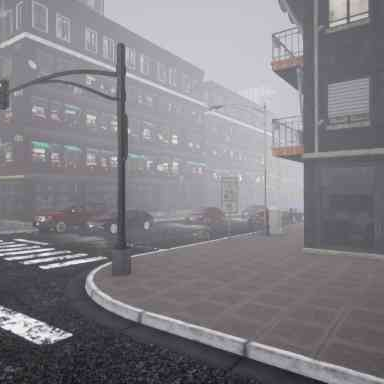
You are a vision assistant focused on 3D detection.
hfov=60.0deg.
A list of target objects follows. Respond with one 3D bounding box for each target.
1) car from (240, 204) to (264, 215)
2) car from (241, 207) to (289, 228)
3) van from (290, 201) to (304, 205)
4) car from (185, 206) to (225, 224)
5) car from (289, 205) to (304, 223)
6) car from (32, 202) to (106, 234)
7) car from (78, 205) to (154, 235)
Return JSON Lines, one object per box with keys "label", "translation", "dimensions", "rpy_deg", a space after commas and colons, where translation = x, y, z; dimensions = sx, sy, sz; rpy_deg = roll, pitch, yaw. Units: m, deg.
{"label": "car", "translation": [7.297, 2.189, 38.259], "dimensions": [1.837, 1.490, 4.892], "rpy_deg": [0, -1, 36]}
{"label": "car", "translation": [5.786, 2.048, 26.153], "dimensions": [1.802, 1.307, 4.206], "rpy_deg": [-2, -2, 35]}
{"label": "van", "translation": [18.554, 2.464, 58.802], "dimensions": [1.690, 1.788, 3.998], "rpy_deg": [-2, -2, 35]}
{"label": "car", "translation": [1.322, 2.020, 29.782], "dimensions": [1.812, 1.442, 4.674], "rpy_deg": [0, -1, 35]}
{"label": "car", "translation": [9.057, 2.121, 30.803], "dimensions": [2.008, 1.369, 4.403], "rpy_deg": [-2, -2, 35]}
{"label": "car", "translation": [-7.619, 1.604, 21.620], "dimensions": [2.192, 1.841, 5.009], "rpy_deg": [-1, -2, 35]}
{"label": "car", "translation": [-4.533, 1.814, 21.479], "dimensions": [1.837, 1.490, 4.892], "rpy_deg": [0, -1, 35]}
